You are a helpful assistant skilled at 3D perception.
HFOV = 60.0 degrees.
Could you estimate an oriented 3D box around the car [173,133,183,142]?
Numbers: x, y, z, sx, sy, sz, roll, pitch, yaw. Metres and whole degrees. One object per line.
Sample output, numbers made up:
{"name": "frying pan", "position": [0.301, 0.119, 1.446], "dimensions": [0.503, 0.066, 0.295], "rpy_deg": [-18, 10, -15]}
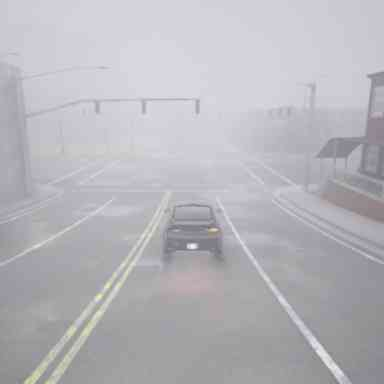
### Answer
{"name": "car", "position": [-3.487, -13.605, 82.410], "dimensions": [2.150, 2.045, 5.566], "rpy_deg": [0, 12, 0]}

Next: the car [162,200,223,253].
{"name": "car", "position": [0.037, 1.056, 11.715], "dimensions": [1.837, 1.490, 4.892], "rpy_deg": [0, 5, 1]}

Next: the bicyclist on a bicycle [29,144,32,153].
{"name": "bicyclist on a bicycle", "position": [-25.256, -6.763, 51.521], "dimensions": [0.582, 1.620, 1.656], "rpy_deg": [0, 13, 0]}
